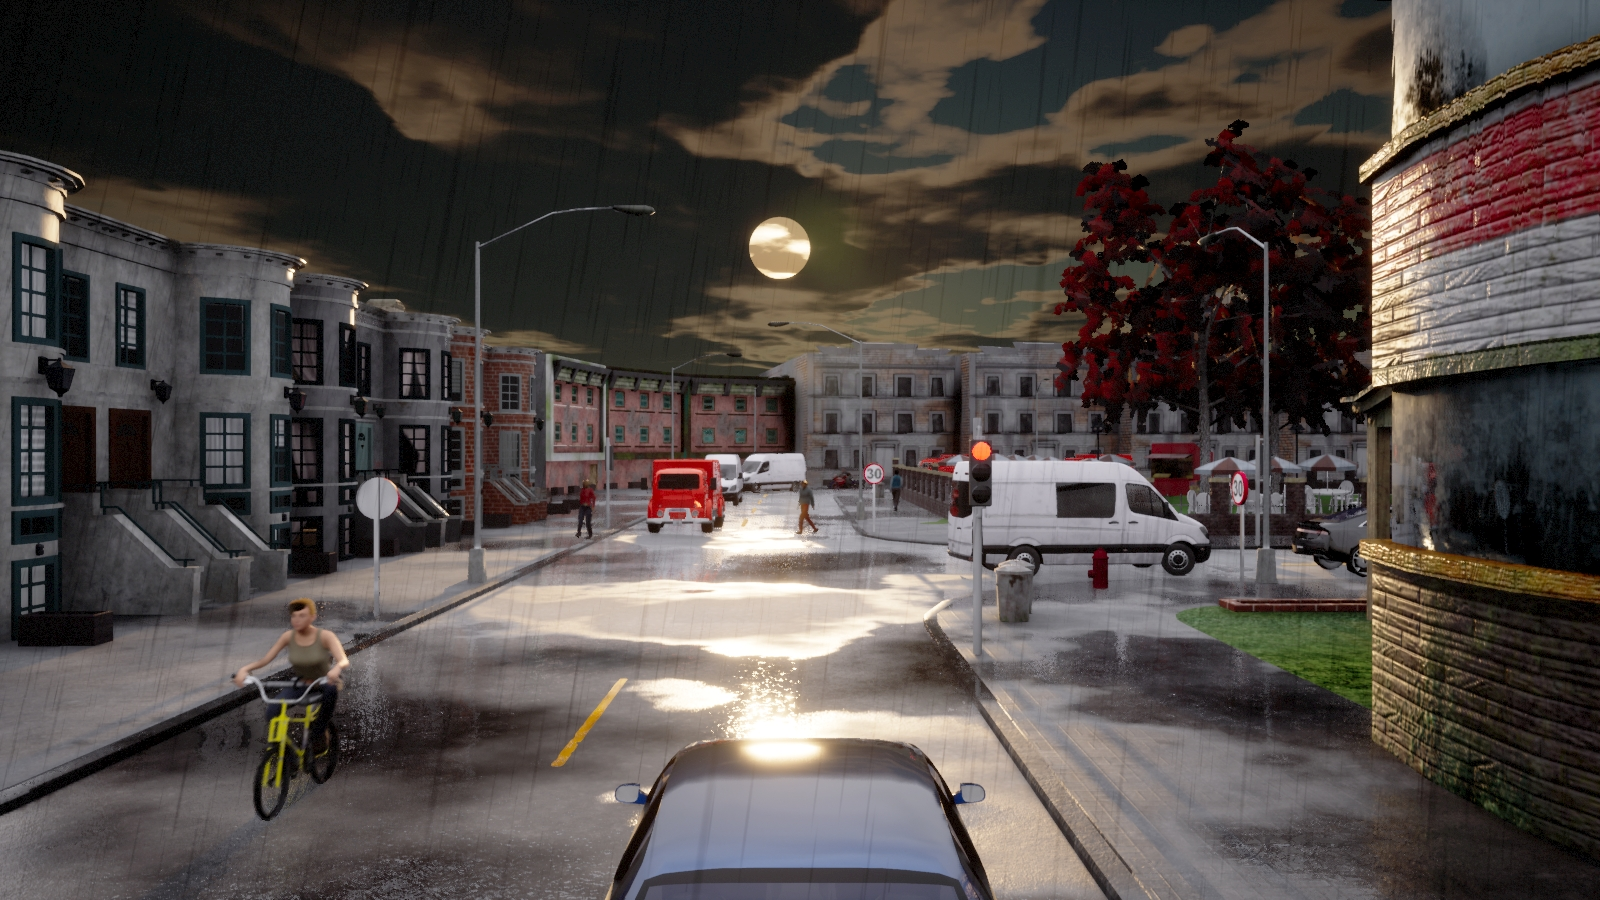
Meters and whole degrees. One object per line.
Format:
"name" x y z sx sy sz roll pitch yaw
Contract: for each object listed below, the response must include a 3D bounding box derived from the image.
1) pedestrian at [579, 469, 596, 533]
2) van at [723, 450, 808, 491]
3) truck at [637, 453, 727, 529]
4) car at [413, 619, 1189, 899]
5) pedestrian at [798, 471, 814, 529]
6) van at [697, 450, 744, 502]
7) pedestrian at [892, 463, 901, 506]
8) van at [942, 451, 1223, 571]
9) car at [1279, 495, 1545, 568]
"pedestrian" -6.297 1.512 33.920 0.375 1.860 0.375 0 0 13
"van" -2.181 1.288 74.450 1.988 2.561 5.915 0 0 42
"truck" -4.014 1.333 39.954 2.627 2.467 5.204 0 0 0
"car" -0.001 1.884 5.268 2.033 1.411 5.357 0 0 0
"pedestrian" 0.204 1.614 37.271 0.375 1.860 0.375 0 0 -40
"van" -4.053 1.293 59.012 1.988 2.561 5.915 0 0 0
"pedestrian" 4.208 1.505 49.823 0.375 1.860 0.375 0 0 8
"van" 6.389 1.304 26.031 5.915 2.561 1.988 0 0 -11
"car" 13.778 1.817 25.951 4.902 1.511 2.128 0 0 -1
